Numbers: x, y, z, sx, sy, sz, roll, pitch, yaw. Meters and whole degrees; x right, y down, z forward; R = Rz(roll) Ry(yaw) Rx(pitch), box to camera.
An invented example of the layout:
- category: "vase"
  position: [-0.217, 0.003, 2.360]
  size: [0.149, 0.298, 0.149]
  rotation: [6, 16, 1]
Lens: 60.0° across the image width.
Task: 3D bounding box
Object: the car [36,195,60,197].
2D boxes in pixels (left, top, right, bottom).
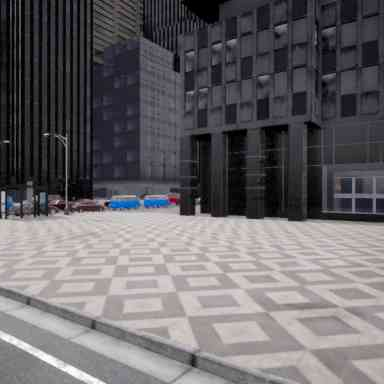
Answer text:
- category: "car"
  position: [-18.244, 1.284, 40.505]
  size: [2.192, 1.841, 5.009]
  rotation: [0, 0, 35]

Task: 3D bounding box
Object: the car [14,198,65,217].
- category: "car"
  position: [-14.594, 1.548, 30.937]
  size: [2.008, 1.369, 4.403]
  rotation: [0, 0, 35]

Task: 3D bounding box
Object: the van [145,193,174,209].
- category: "van"
  position: [-4.713, 1.329, 44.810]
  size: [1.690, 1.788, 3.998]
  rotation: [0, 0, 35]

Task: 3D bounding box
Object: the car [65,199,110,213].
- category: "car"
  position: [-11.300, 1.576, 35.561]
  size: [1.802, 1.307, 4.206]
  rotation: [0, 0, 35]

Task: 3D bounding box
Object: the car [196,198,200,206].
- category: "car"
  position: [1.874, 1.568, 54.059]
  size: [1.802, 1.307, 4.206]
  rotation: [0, 0, 35]

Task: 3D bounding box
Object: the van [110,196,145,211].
- category: "van"
  position: [-8.006, 1.331, 40.186]
  size: [1.690, 1.788, 3.998]
  rotation: [0, 0, 35]

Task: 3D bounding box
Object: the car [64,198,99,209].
- category: "car"
  position: [-14.951, 1.548, 45.130]
  size: [1.802, 1.307, 4.206]
  rotation: [0, 0, 35]

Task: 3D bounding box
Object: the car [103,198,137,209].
- category: "car"
  position: [-10.174, 1.572, 47.239]
  size: [1.895, 1.301, 4.718]
  rotation: [0, 0, 36]

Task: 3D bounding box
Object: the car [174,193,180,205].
- category: "car"
  position: [-4.102, 1.191, 55.684]
  size: [2.150, 2.045, 5.566]
  rotation: [0, 0, 36]
